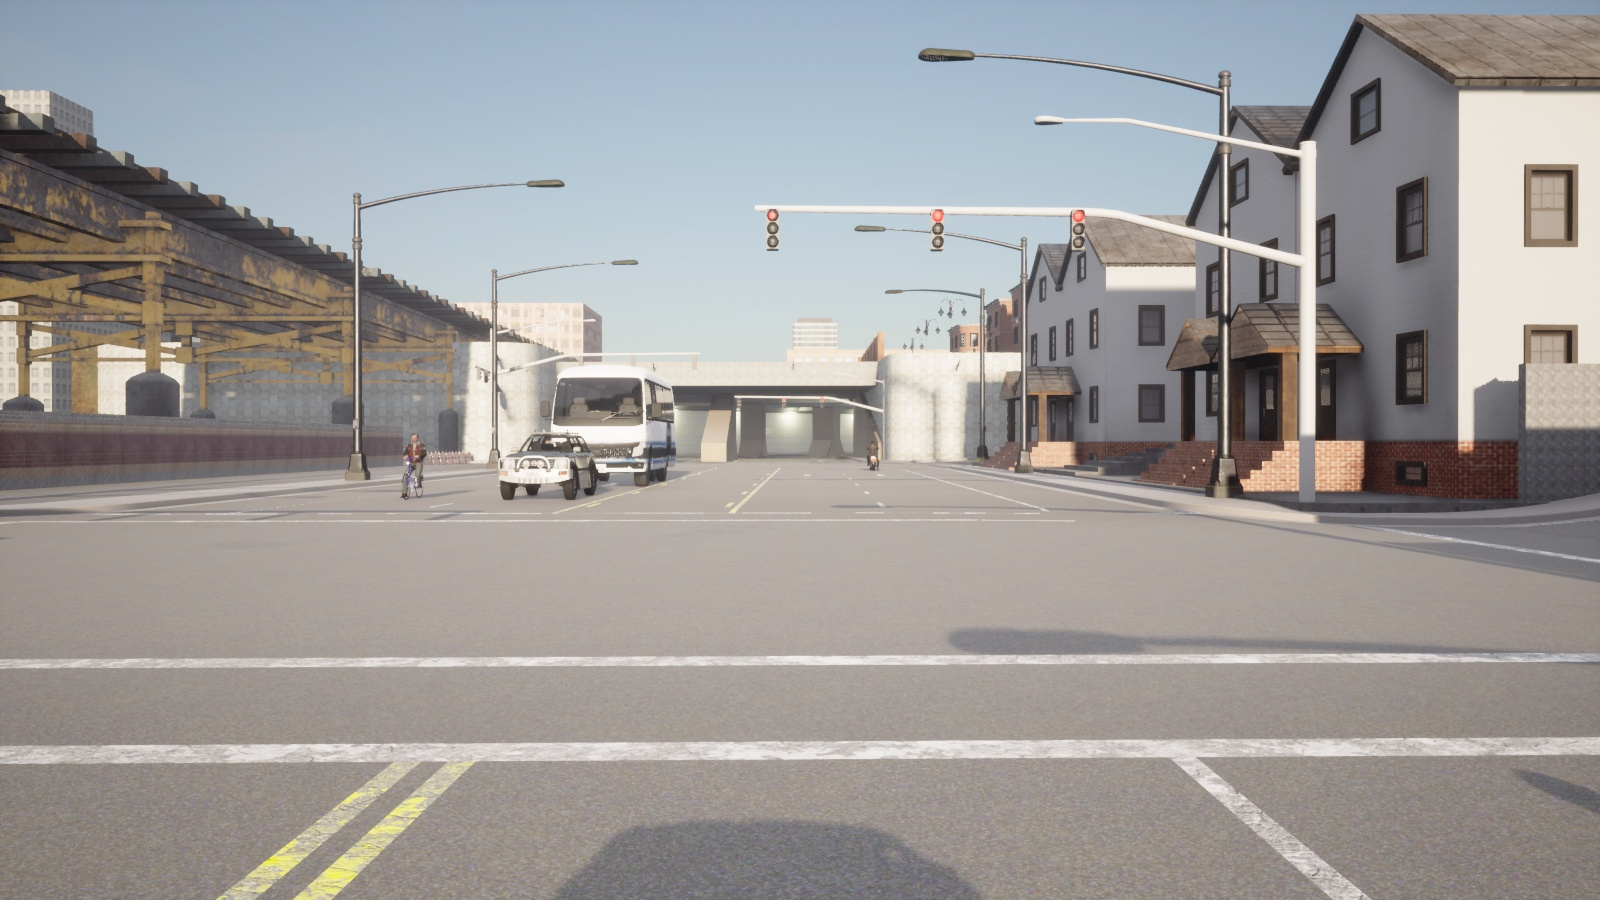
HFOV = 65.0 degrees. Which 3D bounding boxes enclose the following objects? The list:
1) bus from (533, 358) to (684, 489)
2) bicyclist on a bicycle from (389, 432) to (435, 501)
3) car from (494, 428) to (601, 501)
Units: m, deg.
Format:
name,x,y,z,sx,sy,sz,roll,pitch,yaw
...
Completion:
name,x,y,z,sx,sy,sz,roll,pitch,yaw
bus,-6.718,-0.896,46.125,3.944,4.253,10.273,0,0,0
bicyclist on a bicycle,-10.293,0.420,33.368,0.659,1.776,1.843,0,0,0
car,-6.784,0.365,34.192,1.932,1.855,4.605,0,0,1
